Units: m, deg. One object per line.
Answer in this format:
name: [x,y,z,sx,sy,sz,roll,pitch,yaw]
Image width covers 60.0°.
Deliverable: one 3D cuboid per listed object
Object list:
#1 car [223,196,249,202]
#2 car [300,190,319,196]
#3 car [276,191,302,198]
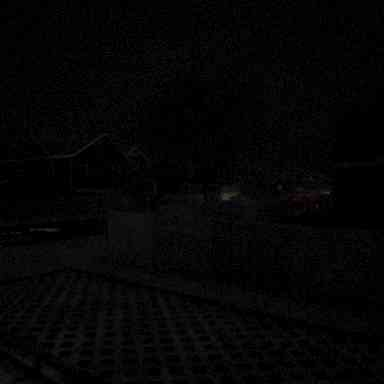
car: [5.110,1.152,37.904,1.812,1.442,4.674,1,1,34]
car: [18.131,0.712,51.408,2.150,2.045,5.566,1,1,38]
car: [12.214,1.056,43.174,1.882,1.535,5.008,1,1,35]
